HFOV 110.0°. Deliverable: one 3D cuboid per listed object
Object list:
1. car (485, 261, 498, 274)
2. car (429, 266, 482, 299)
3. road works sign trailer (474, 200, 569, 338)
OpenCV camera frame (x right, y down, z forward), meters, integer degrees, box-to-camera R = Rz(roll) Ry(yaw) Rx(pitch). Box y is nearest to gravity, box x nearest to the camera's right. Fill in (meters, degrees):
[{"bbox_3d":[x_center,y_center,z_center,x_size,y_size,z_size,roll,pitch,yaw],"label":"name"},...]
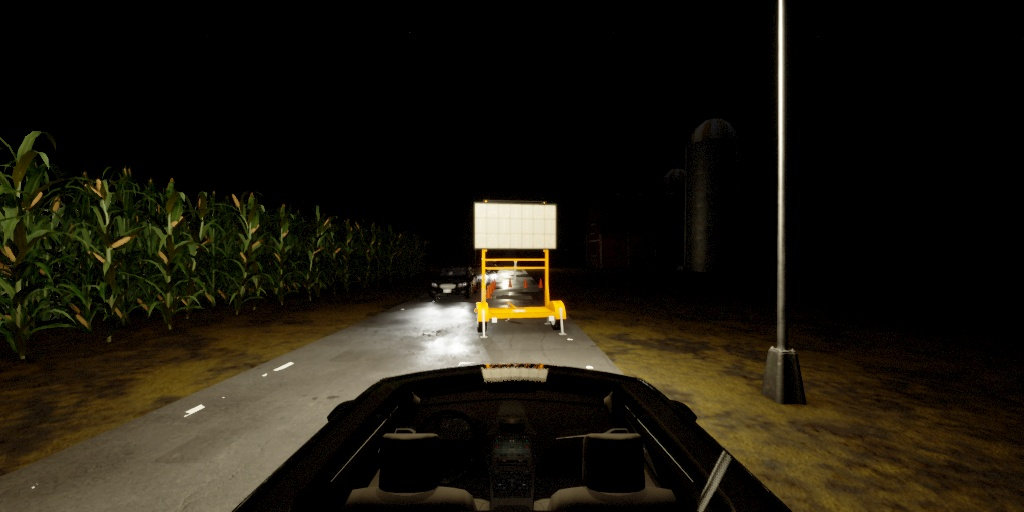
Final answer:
[{"bbox_3d":[-2.669,1.391,43.658,2.128,1.511,4.902,0,0,0],"label":"car"},{"bbox_3d":[-2.815,1.262,18.069,2.128,1.511,4.902,0,0,0],"label":"car"},{"bbox_3d":[0.076,0.219,10.317,2.380,3.560,2.880,0,0,-9],"label":"road works sign trailer"}]
